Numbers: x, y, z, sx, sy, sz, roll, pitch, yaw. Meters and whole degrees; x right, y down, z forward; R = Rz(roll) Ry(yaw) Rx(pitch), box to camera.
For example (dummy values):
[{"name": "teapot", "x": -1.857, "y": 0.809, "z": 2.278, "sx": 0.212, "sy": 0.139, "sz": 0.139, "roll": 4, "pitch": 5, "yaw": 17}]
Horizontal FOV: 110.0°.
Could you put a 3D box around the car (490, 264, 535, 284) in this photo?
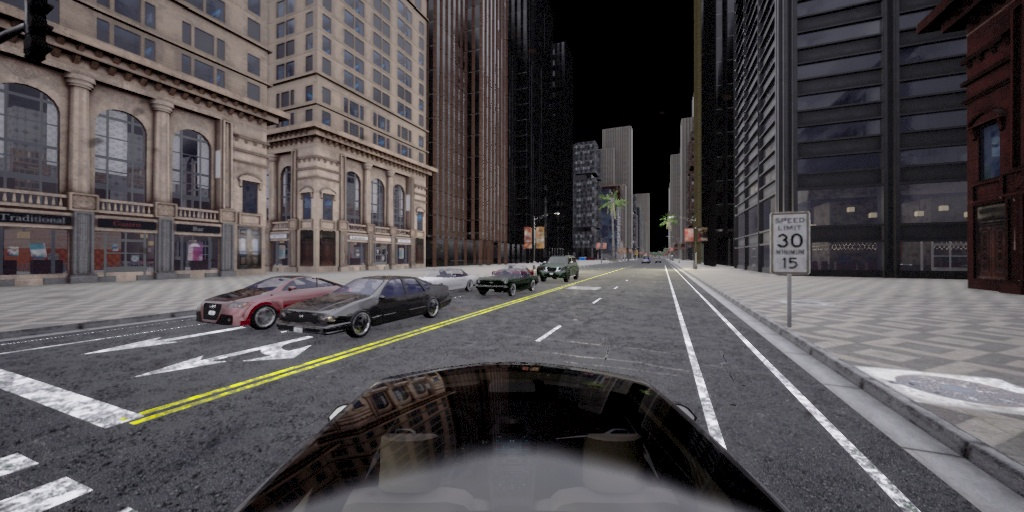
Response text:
[{"name": "car", "x": 0.118, "y": 1.363, "z": 28.530, "sx": 1.895, "sy": 1.301, "sz": 4.718, "roll": 0, "pitch": 0, "yaw": 23}]

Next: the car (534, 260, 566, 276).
[{"name": "car", "x": 4.101, "y": 1.249, "z": 37.927, "sx": 1.882, "sy": 1.535, "sz": 5.008, "roll": 0, "pitch": 0, "yaw": 23}]

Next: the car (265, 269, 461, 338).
[{"name": "car", "x": -3.861, "y": 1.299, "z": 10.644, "sx": 2.033, "sy": 1.411, "sz": 5.357, "roll": 0, "pitch": 0, "yaw": 23}]

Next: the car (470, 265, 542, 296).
[{"name": "car", "x": -0.151, "y": 1.357, "z": 19.486, "sx": 1.895, "sy": 1.301, "sz": 4.718, "roll": 0, "pitch": 0, "yaw": 23}]

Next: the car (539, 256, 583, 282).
[{"name": "car", "x": 3.990, "y": 0.985, "z": 29.349, "sx": 2.150, "sy": 2.045, "sz": 5.566, "roll": 0, "pitch": 0, "yaw": 23}]

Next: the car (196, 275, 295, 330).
[{"name": "car", "x": -7.121, "y": 1.315, "z": 11.264, "sx": 1.994, "sy": 1.385, "sz": 4.181, "roll": 0, "pitch": 0, "yaw": 23}]

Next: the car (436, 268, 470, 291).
[{"name": "car", "x": -3.736, "y": 1.356, "z": 19.345, "sx": 1.895, "sy": 1.301, "sz": 4.718, "roll": 0, "pitch": 0, "yaw": 23}]
